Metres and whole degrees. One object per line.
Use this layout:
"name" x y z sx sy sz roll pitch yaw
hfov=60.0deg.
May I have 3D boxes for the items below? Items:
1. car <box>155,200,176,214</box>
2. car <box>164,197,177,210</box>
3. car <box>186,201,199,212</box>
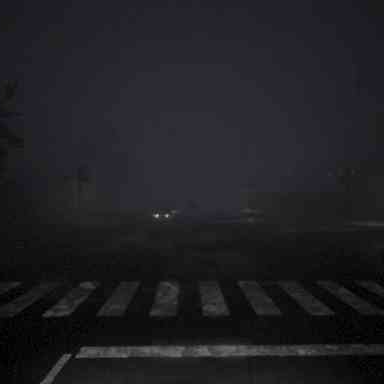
"car" -3.611 2.069 42.992 2.033 1.411 5.357 0 -1 0
"car" -3.591 1.871 53.570 2.150 2.045 5.566 0 -1 0
"car" 0.074 2.087 49.171 2.128 1.511 4.902 0 -1 0
